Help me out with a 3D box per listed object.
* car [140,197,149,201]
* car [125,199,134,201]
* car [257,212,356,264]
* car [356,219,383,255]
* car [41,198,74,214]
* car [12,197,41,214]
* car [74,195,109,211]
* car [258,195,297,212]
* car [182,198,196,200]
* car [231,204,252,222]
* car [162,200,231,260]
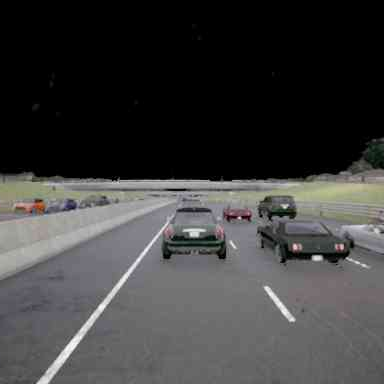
[{"bbox_3d":[-11.092,1.893,77.678,1.882,1.535,5.008,0,-1,-1],"label":"car"},{"bbox_3d":[-14.592,1.939,77.622,2.128,1.511,4.902,0,-1,-1],"label":"car"},{"bbox_3d":[3.578,1.597,11.702,1.895,1.301,4.718,0,0,0],"label":"car"},{"bbox_3d":[7.078,1.596,11.682,1.895,1.301,4.718,0,0,0],"label":"car"},{"bbox_3d":[-14.223,1.465,36.532,2.097,1.767,4.553,0,-1,0],"label":"car"},{"bbox_3d":[-17.721,1.465,36.466,2.097,1.767,4.553,0,-1,0],"label":"car"},{"bbox_3d":[-10.727,1.336,36.880,2.150,2.045,5.566,0,0,0],"label":"car"},{"bbox_3d":[7.020,1.272,27.846,2.150,2.045,5.566,0,0,0],"label":"car"},{"bbox_3d":[0.013,1.406,28.423,2.097,1.767,4.553,0,0,0],"label":"car"},{"bbox_3d":[3.521,1.646,26.922,1.895,1.301,4.718,0,0,0],"label":"car"},{"bbox_3d":[0.074,1.349,12.547,2.097,1.767,4.553,0,0,0],"label":"car"}]
